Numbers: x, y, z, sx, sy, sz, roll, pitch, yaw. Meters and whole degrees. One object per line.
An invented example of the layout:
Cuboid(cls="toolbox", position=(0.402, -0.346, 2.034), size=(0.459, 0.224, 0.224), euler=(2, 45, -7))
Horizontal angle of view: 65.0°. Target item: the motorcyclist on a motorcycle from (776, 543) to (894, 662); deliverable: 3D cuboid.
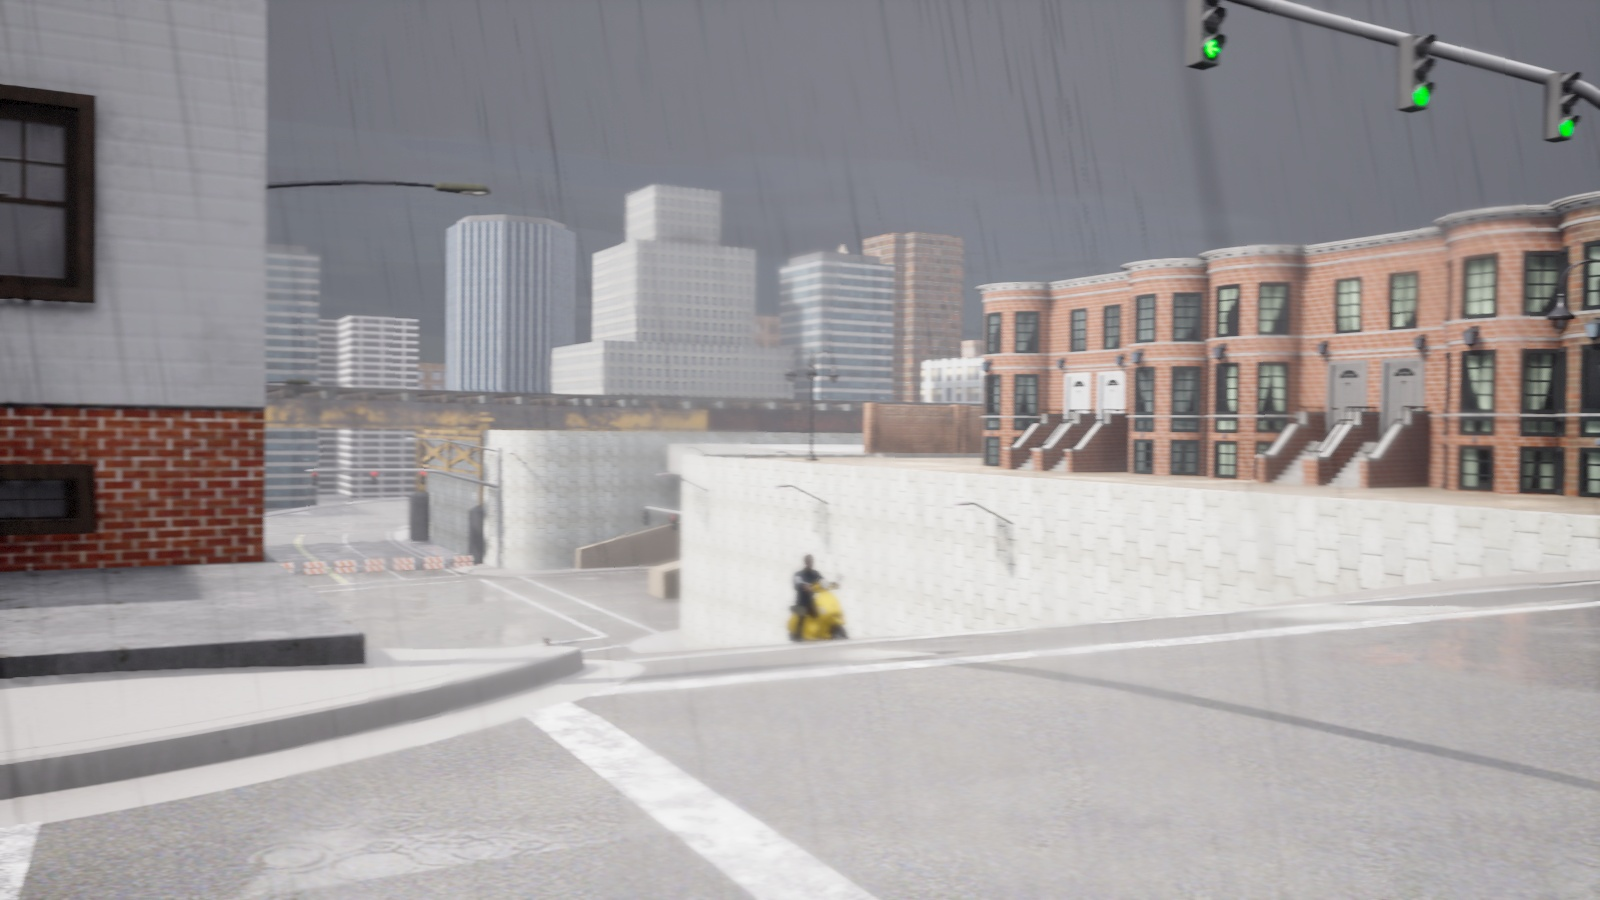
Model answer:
Cuboid(cls="motorcyclist on a motorcycle", position=(0.512, 2.390, 19.478), size=(0.866, 1.590, 1.817), euler=(-2, -11, -28))
